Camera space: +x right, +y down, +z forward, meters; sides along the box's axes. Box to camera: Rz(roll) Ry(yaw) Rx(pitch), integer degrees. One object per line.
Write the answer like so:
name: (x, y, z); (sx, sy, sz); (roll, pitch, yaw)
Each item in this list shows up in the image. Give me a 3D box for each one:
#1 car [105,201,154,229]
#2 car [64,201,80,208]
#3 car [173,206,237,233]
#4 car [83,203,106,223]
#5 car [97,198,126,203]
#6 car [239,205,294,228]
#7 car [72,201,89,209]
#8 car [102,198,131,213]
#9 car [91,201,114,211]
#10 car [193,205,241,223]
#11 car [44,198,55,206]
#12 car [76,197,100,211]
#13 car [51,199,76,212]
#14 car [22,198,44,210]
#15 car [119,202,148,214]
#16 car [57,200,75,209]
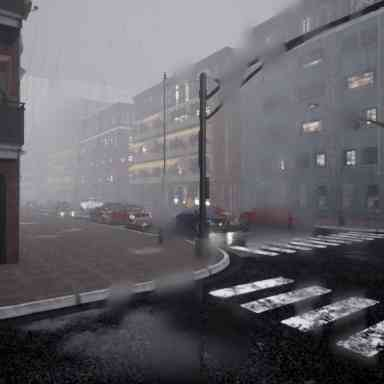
car: (-4.389, 1.694, 24.083); (1.967, 1.590, 4.097); (-1, 0, -35)
car: (-23.463, 2.376, 64.955); (1.947, 1.339, 4.313); (-1, 0, -35)
car: (0.545, 1.759, 21.371); (1.994, 1.385, 4.181); (0, -1, -35)
car: (-7.576, 1.904, 28.624); (1.802, 1.307, 4.206); (-1, 0, -35)
car: (-7.250, 1.713, 32.468); (2.097, 1.767, 4.553); (0, -1, -35)
car: (5.243, 1.638, 24.095); (1.967, 1.590, 4.097); (-1, 0, -35)
car: (-20.274, 2.325, 60.414); (1.802, 1.307, 4.206); (-1, 0, -35)
car: (-10.711, 1.855, 46.793); (2.192, 1.841, 5.009); (-1, 0, -35)
car: (-13.896, 2.158, 51.333); (2.008, 1.369, 4.403); (-1, 0, -35)
car: (2.053, 1.849, 28.633); (1.802, 1.307, 4.206); (-1, 0, -35)
car: (-33.035, 2.327, 78.577); (2.192, 1.841, 5.009); (-1, 0, -35)
car: (-14.498, 1.792, 47.933); (2.150, 2.045, 5.566); (0, -1, -35)
car: (-19.055, 2.133, 49.442); (1.837, 1.490, 4.892); (0, -1, -35)
car: (-26.713, 2.170, 55.868); (1.967, 1.590, 4.097); (-1, 0, -35)
car: (-7.518, 2.037, 42.252); (1.947, 1.339, 4.313); (-1, 0, -35)
car: (-22.519, 2.270, 59.332); (1.812, 1.442, 4.674); (0, -1, -35)
